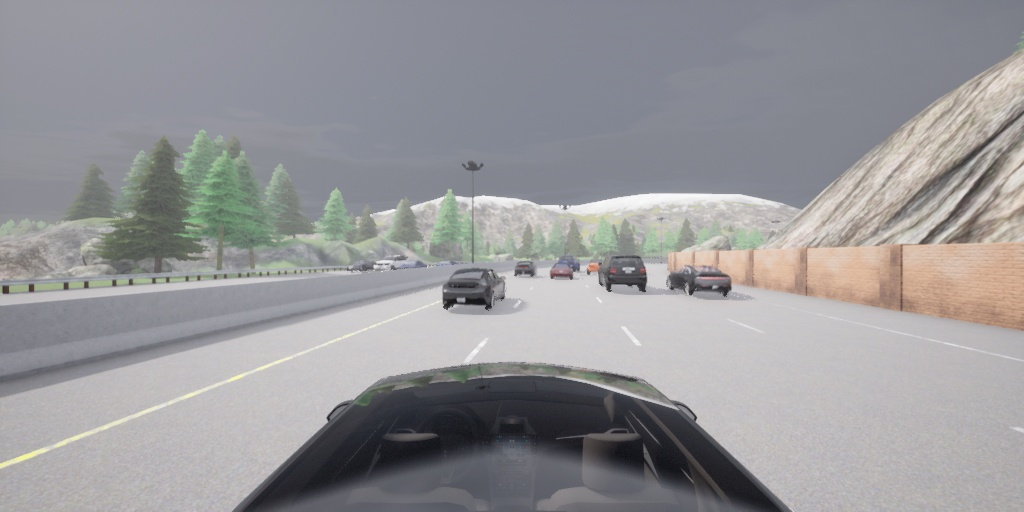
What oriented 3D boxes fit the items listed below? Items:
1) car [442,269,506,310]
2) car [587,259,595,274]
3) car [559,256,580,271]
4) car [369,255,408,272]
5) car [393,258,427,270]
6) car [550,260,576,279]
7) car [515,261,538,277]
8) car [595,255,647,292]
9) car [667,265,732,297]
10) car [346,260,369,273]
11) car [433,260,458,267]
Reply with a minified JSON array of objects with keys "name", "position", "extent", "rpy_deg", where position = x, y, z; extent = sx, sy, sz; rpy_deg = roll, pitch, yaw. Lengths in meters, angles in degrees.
[{"name":"car","position":[-1.435,1.252,14.853],"extent":[1.837,1.490,4.892],"rpy_deg":[0,0,8]},{"name":"car","position":[9.794,1.093,41.073],"extent":[2.097,1.767,4.553],"rpy_deg":[0,0,15]},{"name":"car","position":[7.098,0.959,44.595],"extent":[2.150,2.045,5.566],"rpy_deg":[0,0,18]},{"name":"car","position":[-14.749,0.952,44.434],"extent":[2.150,2.045,5.566],"rpy_deg":[0,0,13]},{"name":"car","position":[-11.650,1.258,42.119],"extent":[1.812,1.442,4.674],"rpy_deg":[0,0,12]},{"name":"car","position":[4.521,1.302,32.604],"extent":[1.994,1.385,4.181],"rpy_deg":[0,0,8]},{"name":"car","position":[1.447,1.245,35.600],"extent":[1.837,1.490,4.892],"rpy_deg":[0,0,10]},{"name":"car","position":[6.538,0.964,21.612],"extent":[2.150,2.045,5.566],"rpy_deg":[0,0,8]},{"name":"car","position":[9.711,1.238,18.949],"extent":[2.128,1.511,4.902],"rpy_deg":[0,0,8]},{"name":"car","position":[-18.332,1.221,44.205],"extent":[2.128,1.511,4.902],"rpy_deg":[0,0,12]},{"name":"car","position":[-7.899,1.259,42.942],"extent":[1.812,1.442,4.674],"rpy_deg":[0,0,14]}]
